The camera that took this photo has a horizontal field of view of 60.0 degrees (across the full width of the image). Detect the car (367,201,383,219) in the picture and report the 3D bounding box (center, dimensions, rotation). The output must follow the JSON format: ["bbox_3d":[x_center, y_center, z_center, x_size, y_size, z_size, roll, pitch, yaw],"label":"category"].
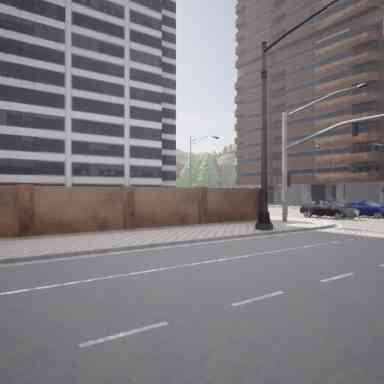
[{"bbox_3d":[14.996,1.477,28.936,1.882,1.535,5.008,0,0,-36],"label":"car"}]

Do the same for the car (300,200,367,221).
[{"bbox_3d":[11.442,1.491,27.880,2.128,1.511,4.902,0,0,-36],"label":"car"}]

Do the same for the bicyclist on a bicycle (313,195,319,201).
[{"bbox_3d":[17.250,1.301,46.287,1.656,1.620,0.582,0,0,-36],"label":"bicyclist on a bicycle"}]
